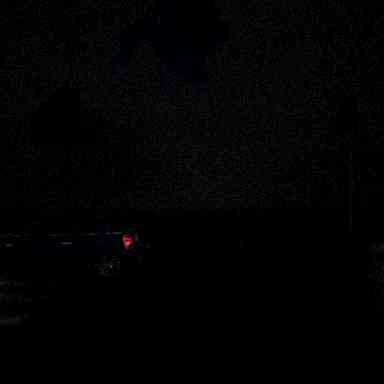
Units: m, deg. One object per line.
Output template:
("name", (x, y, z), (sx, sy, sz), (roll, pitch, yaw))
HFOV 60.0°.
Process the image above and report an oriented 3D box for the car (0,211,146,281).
("car", (-3.660, 1.364, 9.366), (4.553, 1.767, 2.097), (-1, 0, 2))
